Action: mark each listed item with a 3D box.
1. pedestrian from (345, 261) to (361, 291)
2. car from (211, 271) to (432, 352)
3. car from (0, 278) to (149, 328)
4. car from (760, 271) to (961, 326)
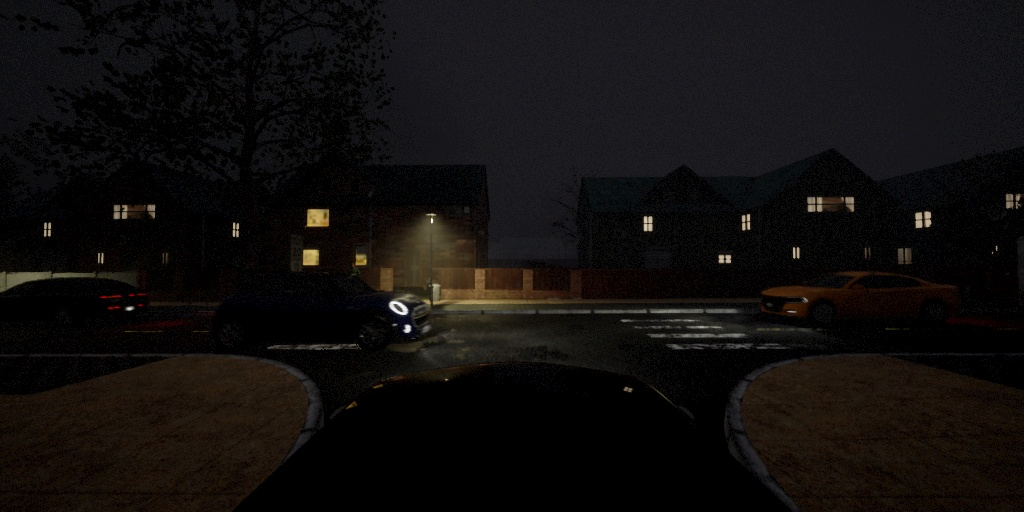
[{"bbox_3d":[-6.466,1.113,14.473,0.375,1.860,0.375,0,-1,2],"label":"pedestrian"},{"bbox_3d":[-4.284,1.151,8.541,4.553,1.767,2.097,-1,-1,2],"label":"car"},{"bbox_3d":[-14.918,1.489,11.807,4.892,1.490,1.837,-1,-1,2],"label":"car"},{"bbox_3d":[10.474,1.220,11.047,5.008,1.535,1.882,0,-1,2],"label":"car"}]
